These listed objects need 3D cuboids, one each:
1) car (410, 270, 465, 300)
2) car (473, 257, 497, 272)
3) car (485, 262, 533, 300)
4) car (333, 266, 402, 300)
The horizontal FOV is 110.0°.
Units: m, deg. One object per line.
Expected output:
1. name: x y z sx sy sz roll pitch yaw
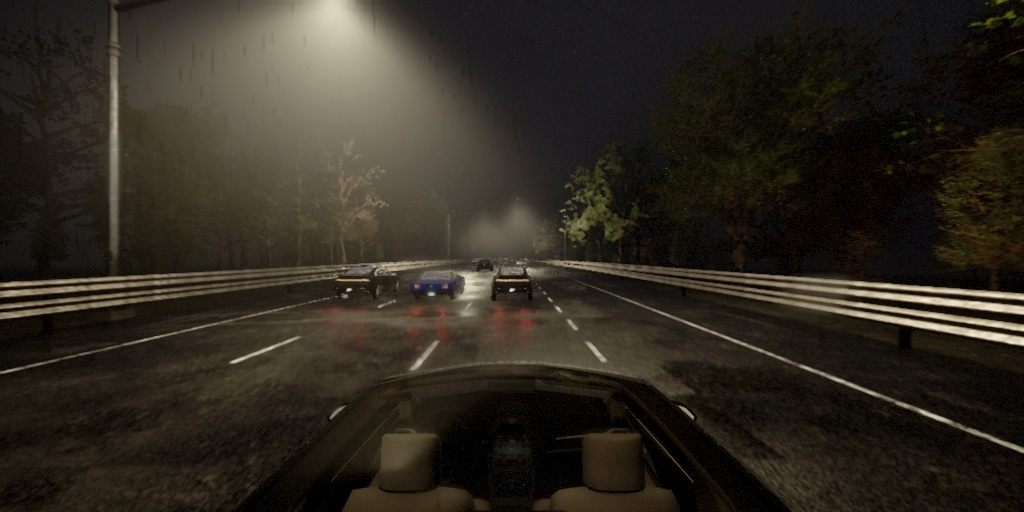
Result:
1. car: -3.493 1.359 17.793 1.895 1.301 4.718 0 0 0
2. car: -3.482 1.129 47.398 2.097 1.767 4.553 0 0 0
3. car: 0.006 1.249 17.716 2.128 1.511 4.902 0 0 0
4. car: -6.994 1.250 17.841 2.128 1.511 4.902 0 0 0
